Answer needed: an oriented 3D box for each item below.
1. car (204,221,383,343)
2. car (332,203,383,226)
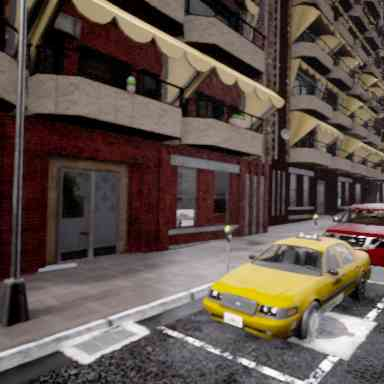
[{"bbox_3d":[2.191,1.526,6.592,1.752,1.417,4.829,3,1,41],"label":"car"},{"bbox_3d":[5.953,1.333,10.877,2.192,1.841,5.009,3,1,41],"label":"car"}]
